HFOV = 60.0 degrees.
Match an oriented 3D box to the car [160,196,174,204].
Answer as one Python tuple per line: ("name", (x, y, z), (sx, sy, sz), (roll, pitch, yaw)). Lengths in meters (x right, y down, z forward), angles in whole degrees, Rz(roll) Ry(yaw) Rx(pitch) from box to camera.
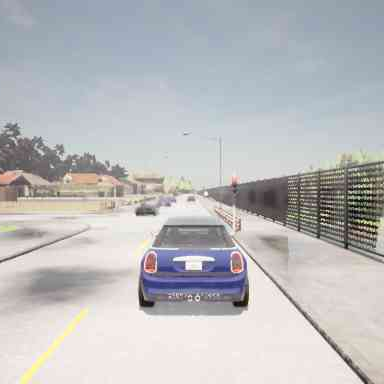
("car", (-4.180, 1.526, 50.993), (1.812, 1.442, 4.674), (0, 0, 0))

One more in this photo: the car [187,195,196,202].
("car", (-0.138, 1.524, 76.338), (1.812, 1.442, 4.674), (0, 0, 0))

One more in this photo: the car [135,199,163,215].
("car", (-4.158, 1.601, 31.416), (1.895, 1.301, 4.718), (0, 0, 0))

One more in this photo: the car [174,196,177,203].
("car", (-4.135, 1.547, 68.516), (2.033, 1.411, 5.357), (0, 0, 0))

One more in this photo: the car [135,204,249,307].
("car", (0.038, 1.352, 8.138), (2.097, 1.767, 4.553), (0, 0, 0))
